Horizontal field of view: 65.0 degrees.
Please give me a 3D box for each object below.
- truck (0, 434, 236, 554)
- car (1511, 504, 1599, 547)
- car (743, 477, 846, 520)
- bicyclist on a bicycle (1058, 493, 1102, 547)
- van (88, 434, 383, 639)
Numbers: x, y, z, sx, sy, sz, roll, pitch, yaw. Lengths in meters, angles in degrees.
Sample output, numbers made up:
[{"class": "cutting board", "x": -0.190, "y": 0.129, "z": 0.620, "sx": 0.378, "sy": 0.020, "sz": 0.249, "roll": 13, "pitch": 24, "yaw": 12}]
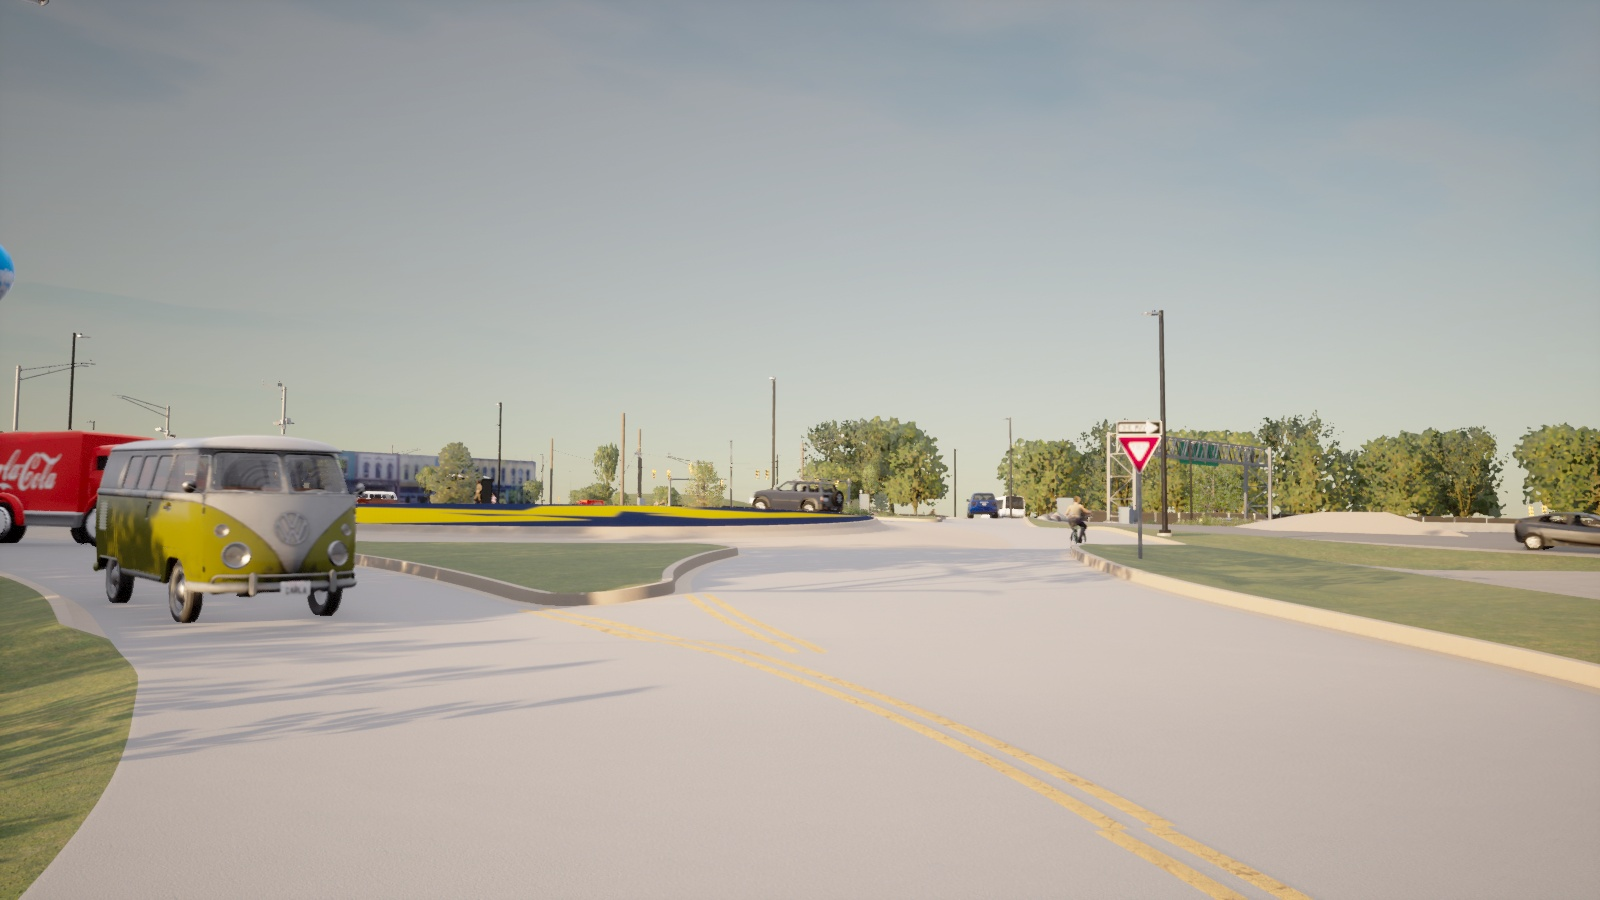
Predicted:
[{"class": "truck", "x": -15.606, "y": 1.000, "z": 27.803, "sx": 5.204, "sy": 2.467, "sz": 2.627, "roll": -1, "pitch": -4, "yaw": 19}, {"class": "car", "x": 30.216, "y": 2.912, "z": 48.425, "sx": 4.514, "sy": 1.525, "sz": 2.007, "roll": 0, "pitch": -1, "yaw": 44}, {"class": "car", "x": -0.279, "y": 2.323, "z": 60.720, "sx": 4.605, "sy": 1.855, "sz": 1.932, "roll": 1, "pitch": -4, "yaw": 35}, {"class": "bicyclist on a bicycle", "x": 8.533, "y": 2.146, "z": 38.249, "sx": 0.866, "sy": 1.612, "sz": 1.509, "roll": -4, "pitch": -5, "yaw": 29}, {"class": "van", "x": -6.629, "y": 0.898, "z": 14.480, "sx": 1.775, "sy": 1.987, "sz": 4.442, "roll": 2, "pitch": -2, "yaw": -42}]
